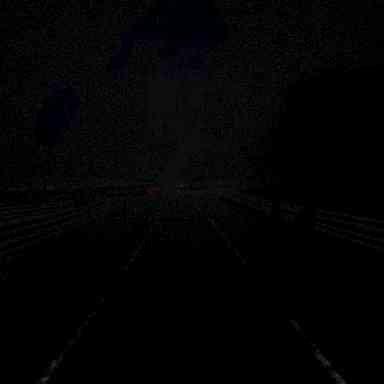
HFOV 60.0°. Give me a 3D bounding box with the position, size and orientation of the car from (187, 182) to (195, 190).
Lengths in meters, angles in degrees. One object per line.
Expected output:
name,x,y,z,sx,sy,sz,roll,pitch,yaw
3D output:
car,1.075,-1.652,88.078,2.150,2.045,5.566,0,2,16

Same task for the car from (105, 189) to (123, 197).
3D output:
car,-12.195,0.087,54.561,1.895,1.301,4.718,0,2,16

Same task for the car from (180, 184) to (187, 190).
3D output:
car,-1.743,-1.443,90.951,2.128,1.511,4.902,0,2,16

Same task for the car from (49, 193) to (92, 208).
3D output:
car,-11.470,0.837,31.731,1.882,1.535,5.008,0,2,16

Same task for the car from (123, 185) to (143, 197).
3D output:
car,-8.840,0.066,53.567,1.994,1.385,4.181,0,2,16

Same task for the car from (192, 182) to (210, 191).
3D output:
car,2.220,-1.001,79.392,1.994,1.385,4.181,0,2,16

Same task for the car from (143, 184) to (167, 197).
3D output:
car,-5.472,-0.005,52.609,1.882,1.535,5.008,0,2,16
